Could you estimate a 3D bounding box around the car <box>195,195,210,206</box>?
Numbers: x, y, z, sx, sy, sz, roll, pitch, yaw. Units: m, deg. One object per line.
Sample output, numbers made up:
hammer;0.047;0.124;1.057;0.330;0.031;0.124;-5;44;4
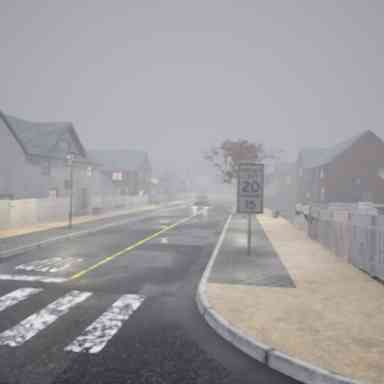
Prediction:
car;1.572;1.244;48.020;1.837;1.490;4.892;1;0;8
